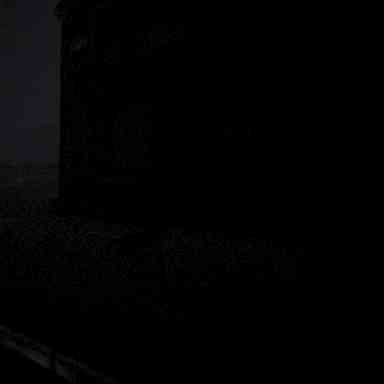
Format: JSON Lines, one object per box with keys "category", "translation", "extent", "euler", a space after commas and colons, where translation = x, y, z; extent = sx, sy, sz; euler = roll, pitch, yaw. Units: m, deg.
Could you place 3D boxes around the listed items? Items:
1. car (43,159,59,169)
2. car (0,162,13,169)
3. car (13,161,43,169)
{"category": "car", "translation": [-16.590, -3.522, 43.387], "extent": [4.553, 1.767, 2.185], "euler": [2, 1, 26]}
{"category": "car", "translation": [-26.499, -3.624, 48.295], "extent": [4.674, 1.452, 2.002], "euler": [1, 1, 28]}
{"category": "car", "translation": [-21.669, -3.541, 45.833], "extent": [4.892, 1.521, 2.231], "euler": [1, 1, 27]}
